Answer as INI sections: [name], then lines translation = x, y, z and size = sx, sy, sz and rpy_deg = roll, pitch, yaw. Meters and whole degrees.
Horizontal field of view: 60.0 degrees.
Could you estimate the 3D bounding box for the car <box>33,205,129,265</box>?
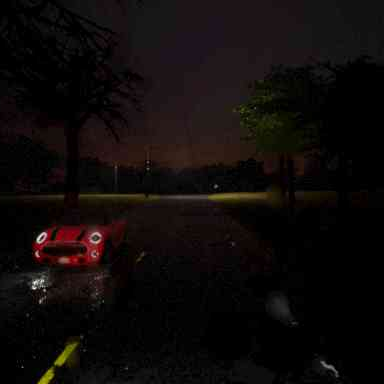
[car]
translation = -3.593, 1.326, 11.568
size = 2.097, 1.767, 4.553
rpy_deg = 0, 0, 0
